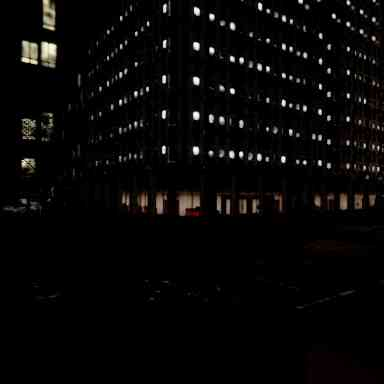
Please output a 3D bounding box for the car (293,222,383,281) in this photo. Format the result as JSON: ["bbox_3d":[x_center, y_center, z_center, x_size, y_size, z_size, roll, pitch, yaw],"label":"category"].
[{"bbox_3d":[5.084,1.624,10.195,4.829,1.417,1.752,1,-1,-36],"label":"car"}]

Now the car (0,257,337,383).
[{"bbox_3d":[-1.210,1.481,2.518,5.008,1.535,1.882,1,0,-36],"label":"car"}]
